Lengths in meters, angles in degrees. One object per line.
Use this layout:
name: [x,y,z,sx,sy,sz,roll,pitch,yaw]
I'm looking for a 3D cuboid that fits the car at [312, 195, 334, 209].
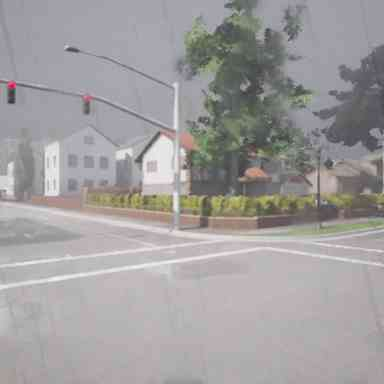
car: [13.155,1.112,35.224,1.970,1.475,3.806,0,0,-37]
